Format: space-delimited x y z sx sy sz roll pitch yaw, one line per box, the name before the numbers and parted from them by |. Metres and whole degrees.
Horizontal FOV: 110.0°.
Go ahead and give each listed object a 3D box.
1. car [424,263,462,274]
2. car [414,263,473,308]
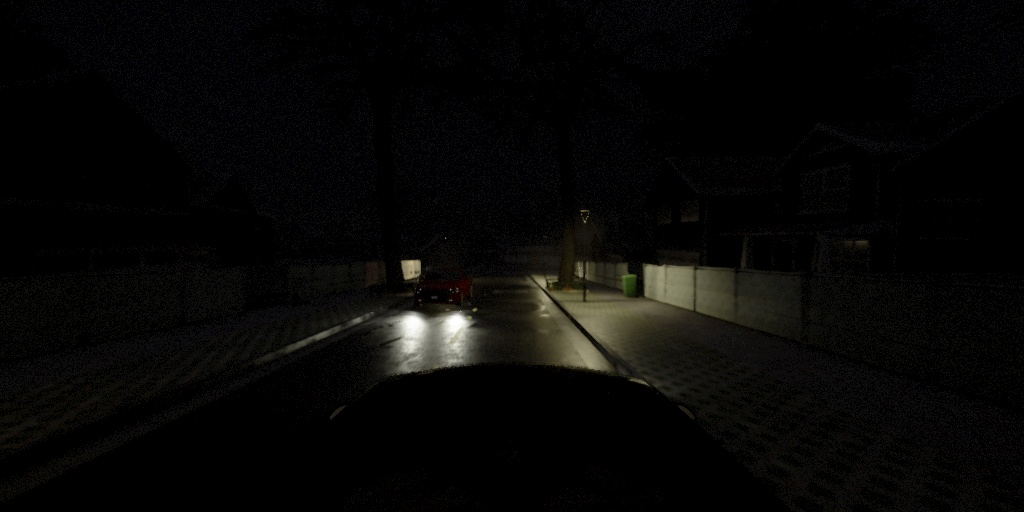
car | -9.151 1.650 47.830 4.718 1.301 1.895 0 3 -21
car | -2.870 1.265 15.753 1.882 1.535 5.008 0 0 0
